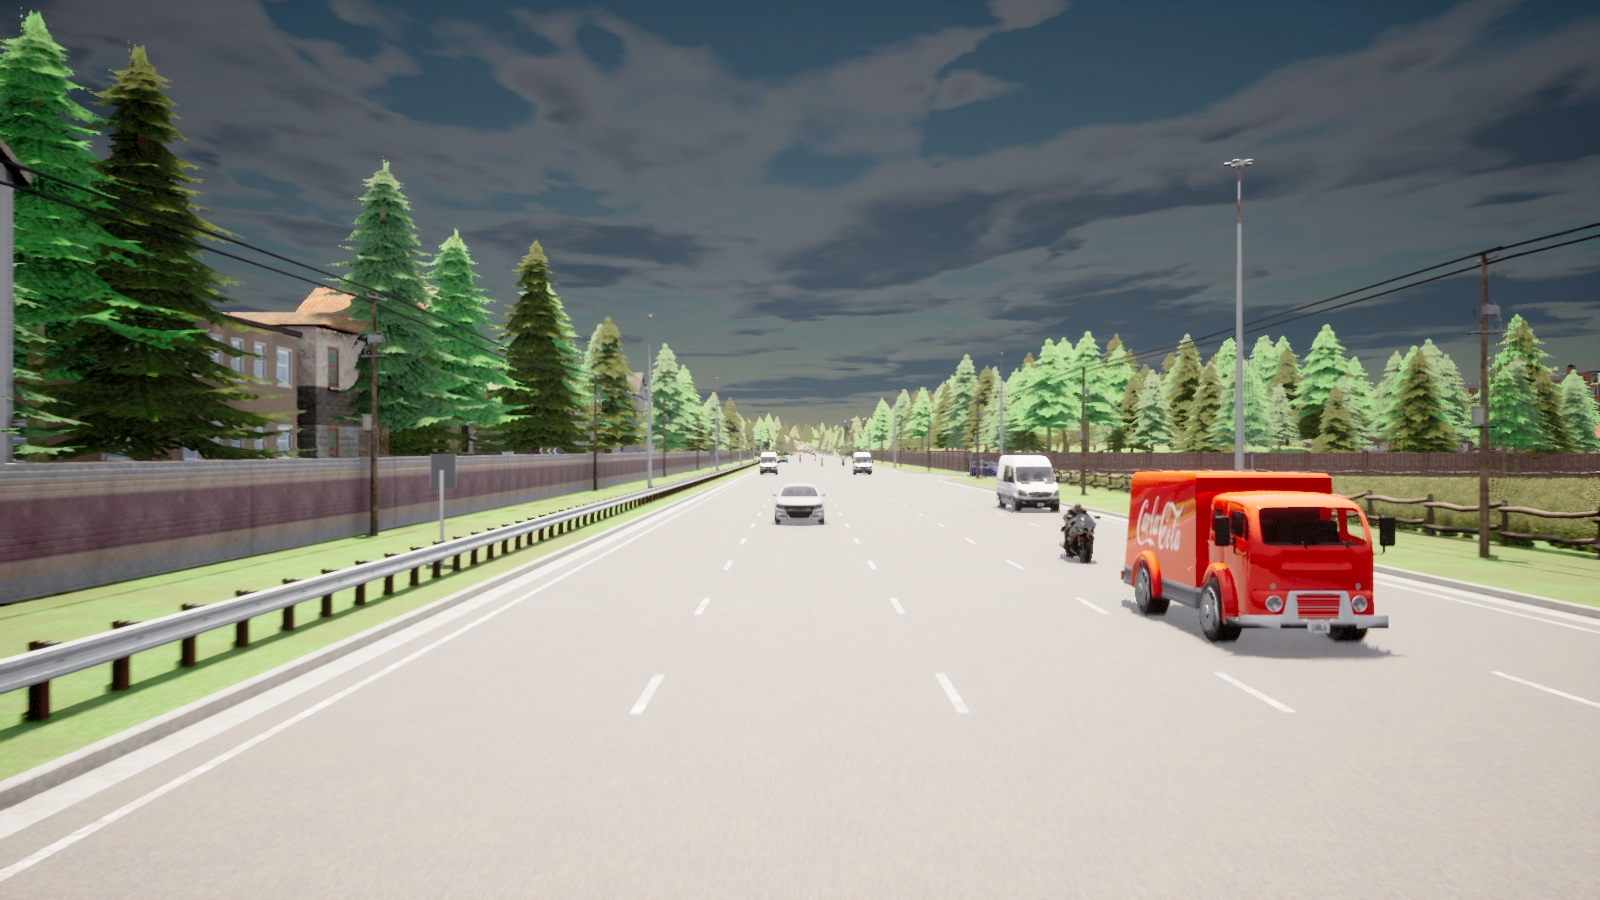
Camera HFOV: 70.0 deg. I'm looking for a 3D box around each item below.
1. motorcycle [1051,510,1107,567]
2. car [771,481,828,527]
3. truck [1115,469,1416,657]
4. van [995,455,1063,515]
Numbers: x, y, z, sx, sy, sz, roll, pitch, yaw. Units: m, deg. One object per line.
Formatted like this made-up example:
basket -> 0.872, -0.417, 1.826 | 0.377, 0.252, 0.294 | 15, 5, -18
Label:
motorcycle -> 7.001, 2.205, 28.819 | 0.867, 1.251, 2.209 | 0, 0, 0
car -> -0.025, 2.034, 44.239 | 2.097, 1.535, 5.006 | 0, 0, 0
truck -> 7.000, 1.571, 18.026 | 2.627, 2.467, 5.204 | 0, 0, 0
van -> 10.499, 1.534, 52.807 | 1.988, 2.561, 5.915 | 0, 0, 0
